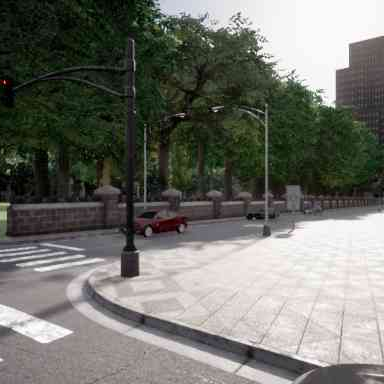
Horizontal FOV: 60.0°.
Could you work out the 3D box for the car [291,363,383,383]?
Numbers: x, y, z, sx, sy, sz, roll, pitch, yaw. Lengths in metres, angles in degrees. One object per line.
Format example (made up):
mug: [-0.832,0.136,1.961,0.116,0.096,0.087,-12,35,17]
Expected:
car: [2.389,1.551,1.258,4.403,1.369,2.008,0,0,36]

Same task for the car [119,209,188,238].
car: [-2.216,1.820,20.272,1.882,1.535,5.008,0,-1,35]

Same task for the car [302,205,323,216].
car: [17.333,2.571,47.731,2.128,1.511,4.902,0,-1,35]

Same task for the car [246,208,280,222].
car: [7.190,2.280,33.558,1.895,1.301,4.718,0,-1,35]
